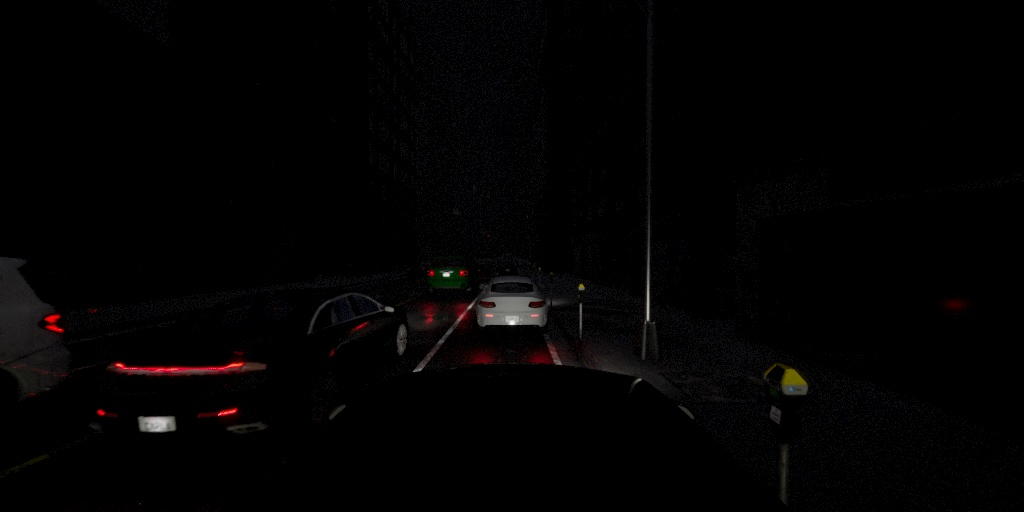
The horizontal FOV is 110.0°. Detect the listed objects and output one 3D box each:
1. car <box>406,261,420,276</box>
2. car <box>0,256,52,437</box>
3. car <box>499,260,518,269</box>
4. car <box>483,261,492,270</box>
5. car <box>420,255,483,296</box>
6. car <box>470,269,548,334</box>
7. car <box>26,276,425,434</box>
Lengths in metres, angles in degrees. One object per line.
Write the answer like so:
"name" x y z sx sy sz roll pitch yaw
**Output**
"car" -8.909 1.189 34.934 1.967 1.591 4.097 0 0 0
"car" -6.245 0.971 1.797 2.150 2.045 5.566 0 0 0
"car" -0.383 1.315 34.934 1.948 1.339 4.313 0 0 0
"car" -3.148 1.227 37.345 1.882 1.535 5.008 0 0 0
"car" -3.047 0.970 19.383 2.150 2.045 5.566 0 0 0
"car" 0.003 1.274 10.501 1.812 1.442 4.674 0 0 0
"car" -3.045 1.238 5.497 2.128 1.511 4.902 0 0 0
